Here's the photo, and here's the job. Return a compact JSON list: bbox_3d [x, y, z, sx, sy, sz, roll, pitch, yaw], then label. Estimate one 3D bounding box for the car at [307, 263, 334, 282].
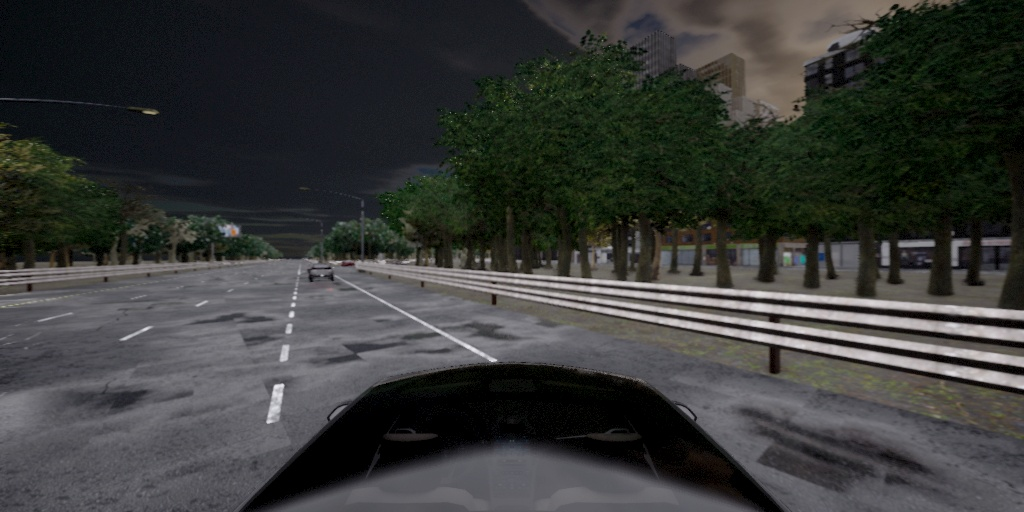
[{"bbox_3d":[-16.844,1.416,31.568,2.128,1.511,4.902,0,0,-30],"label":"car"}]
